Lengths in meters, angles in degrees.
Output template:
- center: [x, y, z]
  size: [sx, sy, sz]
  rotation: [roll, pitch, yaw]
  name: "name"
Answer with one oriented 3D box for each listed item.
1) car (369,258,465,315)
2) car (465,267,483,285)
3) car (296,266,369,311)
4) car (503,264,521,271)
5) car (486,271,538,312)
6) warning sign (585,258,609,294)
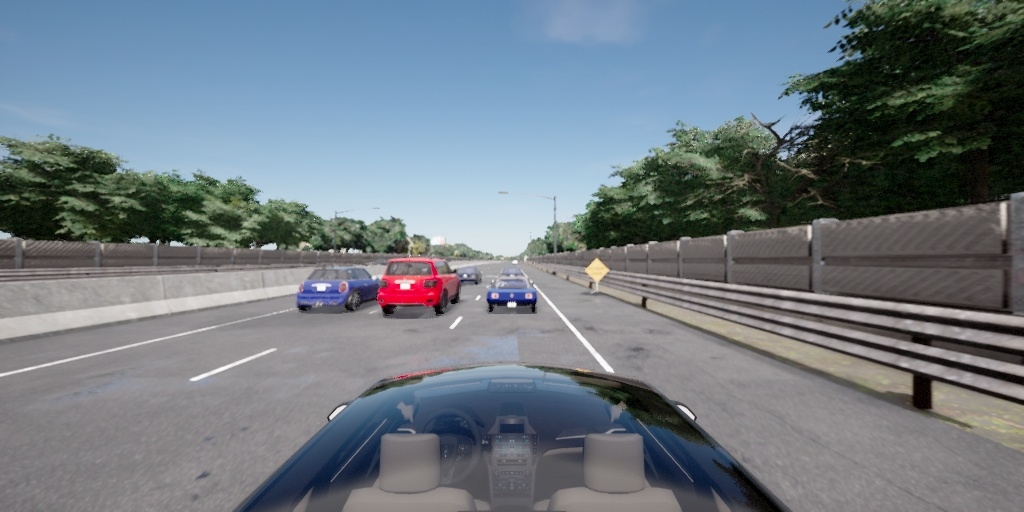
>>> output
- center: [-3.492, 1.106, 14.452]
  size: [2.150, 2.045, 5.566]
  rotation: [0, 0, 0]
  name: "car"
- center: [-3.497, 1.576, 29.374]
  size: [2.033, 1.411, 5.357]
  rotation: [0, -1, 0]
  name: "car"
- center: [-6.983, 1.240, 15.287]
  size: [2.097, 1.767, 4.553]
  rotation: [0, -1, 0]
  name: "car"
- center: [0.003, 1.576, 29.380]
  size: [2.033, 1.411, 5.357]
  rotation: [0, -1, 0]
  name: "car"
- center: [0.015, 1.489, 15.106]
  size: [1.895, 1.301, 4.718]
  rotation: [0, -1, 0]
  name: "car"
- center: [4.544, 1.043, 19.127]
  size: [1.300, 1.860, 1.060]
  rotation: [0, 0, 0]
  name: "warning sign"
